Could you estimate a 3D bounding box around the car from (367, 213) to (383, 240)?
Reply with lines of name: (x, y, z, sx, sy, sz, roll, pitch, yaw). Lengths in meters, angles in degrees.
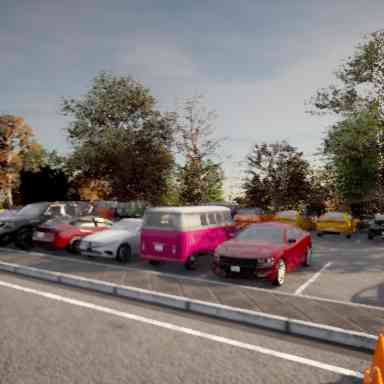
car: (11.773, 2.040, 20.146, 2.231, 1.521, 4.892, 0, -1, 32)

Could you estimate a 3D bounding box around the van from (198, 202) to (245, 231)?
van: (2.402, 1.832, 26.062, 1.878, 1.987, 4.442, 0, -1, 32)

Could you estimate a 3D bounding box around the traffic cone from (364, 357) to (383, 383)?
traffic cone: (1.840, 2.053, 3.322, 0.340, 0.580, 0.340, 0, -1, 32)

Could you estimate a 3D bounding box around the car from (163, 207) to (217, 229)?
car: (-0.025, 2.060, 27.404, 2.231, 1.521, 4.892, 0, -1, 32)

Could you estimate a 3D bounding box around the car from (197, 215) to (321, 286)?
car: (2.408, 1.735, 10.568, 2.097, 1.535, 5.008, 0, -1, 32)

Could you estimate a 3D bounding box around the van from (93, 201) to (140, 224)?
van: (-7.137, 1.873, 31.931, 1.878, 1.987, 4.442, -1, -2, 32)

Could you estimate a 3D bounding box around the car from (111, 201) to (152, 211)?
car: (-4.720, 1.824, 30.340, 2.435, 2.045, 5.566, -1, -2, 32)

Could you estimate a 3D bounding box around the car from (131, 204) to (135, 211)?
car: (-2.476, 2.057, 28.702, 1.946, 1.575, 5.366, 0, -1, 32)

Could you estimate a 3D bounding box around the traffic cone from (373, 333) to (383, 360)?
traffic cone: (2.362, 2.077, 4.171, 0.340, 0.580, 0.340, 0, -1, 32)

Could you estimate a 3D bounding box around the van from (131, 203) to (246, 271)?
van: (0.104, 1.516, 12.123, 1.878, 1.987, 4.442, 0, -1, 32)

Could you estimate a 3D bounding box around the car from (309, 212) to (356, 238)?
car: (9.414, 2.042, 21.598, 2.097, 1.535, 5.008, 0, -1, 32)

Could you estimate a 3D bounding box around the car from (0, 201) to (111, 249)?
car: (-7.065, 1.499, 16.364, 2.435, 2.045, 5.566, 0, -1, 32)

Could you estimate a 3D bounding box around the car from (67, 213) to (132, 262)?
car: (-2.324, 1.783, 13.475, 2.002, 1.452, 4.674, 0, -1, 32)

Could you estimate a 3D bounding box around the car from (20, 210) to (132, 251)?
car: (-4.673, 1.777, 14.952, 2.163, 1.488, 4.792, 0, -1, 32)

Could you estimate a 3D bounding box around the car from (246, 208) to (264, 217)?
car: (4.682, 1.924, 24.482, 2.185, 1.767, 4.553, 0, -1, 32)

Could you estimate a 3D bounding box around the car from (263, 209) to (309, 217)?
car: (6.947, 2.047, 23.116, 2.097, 1.535, 5.008, 0, -1, 32)
